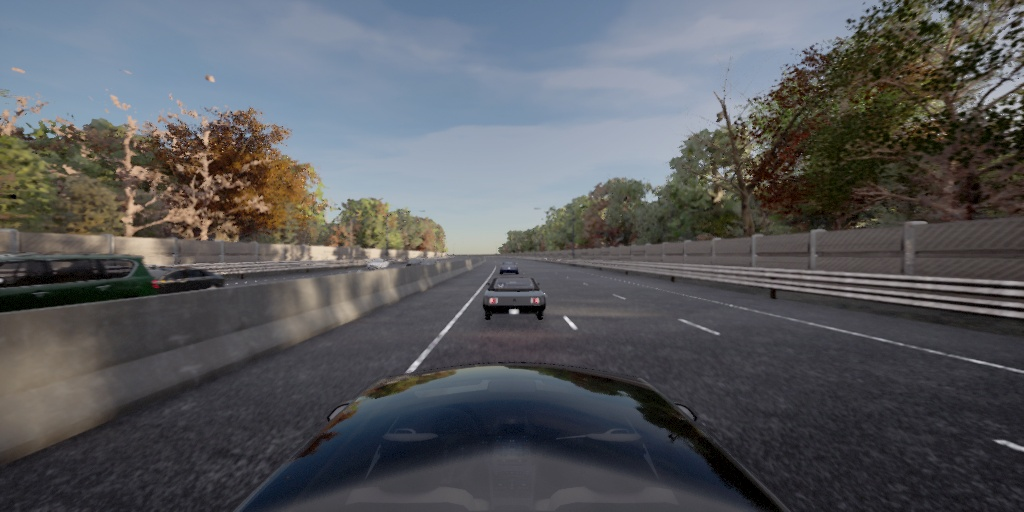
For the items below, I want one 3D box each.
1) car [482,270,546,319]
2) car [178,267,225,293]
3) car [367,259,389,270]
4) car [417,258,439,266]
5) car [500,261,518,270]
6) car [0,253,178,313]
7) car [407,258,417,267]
[{"bbox_3d":[0.054,1.327,12.636,1.895,1.301,4.718,0,0,0],"label":"car"},{"bbox_3d":[-14.159,1.229,14.548,1.837,1.490,4.892,0,0,0],"label":"car"},{"bbox_3d":[-18.243,1.168,49.129,1.812,1.442,4.674,0,0,-1],"label":"car"},{"bbox_3d":[-11.250,1.148,49.367,1.837,1.490,4.892,0,0,-1],"label":"car"},{"bbox_3d":[-0.331,1.231,39.317,1.994,1.385,4.181,0,0,-1],"label":"car"},{"bbox_3d":[-10.617,0.962,7.386,2.150,2.045,5.566,0,0,0],"label":"car"},{"bbox_3d":[-14.918,1.132,55.746,1.837,1.490,4.892,0,0,-1],"label":"car"}]
